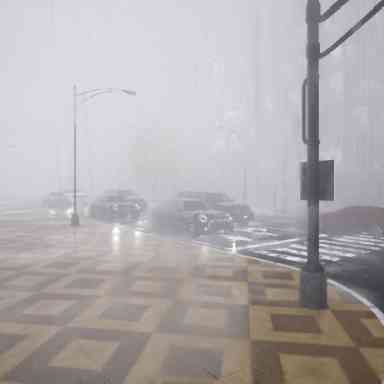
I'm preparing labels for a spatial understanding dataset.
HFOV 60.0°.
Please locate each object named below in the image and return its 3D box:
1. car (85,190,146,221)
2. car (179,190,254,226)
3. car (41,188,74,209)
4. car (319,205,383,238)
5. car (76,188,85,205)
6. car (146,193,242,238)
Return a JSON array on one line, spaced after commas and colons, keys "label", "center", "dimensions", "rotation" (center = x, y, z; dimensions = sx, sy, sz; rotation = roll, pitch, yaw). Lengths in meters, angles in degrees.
[{"label": "car", "center": [-5.464, 0.965, 23.355], "dimensions": [2.097, 1.767, 4.553], "rotation": [0, 1, -38]}, {"label": "car", "center": [1.141, 0.951, 20.205], "dimensions": [2.150, 2.045, 5.566], "rotation": [0, 1, -40]}, {"label": "car", "center": [-13.951, 0.713, 34.158], "dimensions": [2.097, 1.767, 4.553], "rotation": [0, 1, -37]}, {"label": "car", "center": [8.304, 1.380, 16.744], "dimensions": [1.812, 1.442, 4.674], "rotation": [0, 1, -38]}, {"label": "car", "center": [-14.250, 0.494, 39.804], "dimensions": [2.150, 2.045, 5.566], "rotation": [0, 1, -38]}, {"label": "car", "center": [-0.051, 1.124, 16.510], "dimensions": [2.097, 1.767, 4.553], "rotation": [0, 1, -38]}]
